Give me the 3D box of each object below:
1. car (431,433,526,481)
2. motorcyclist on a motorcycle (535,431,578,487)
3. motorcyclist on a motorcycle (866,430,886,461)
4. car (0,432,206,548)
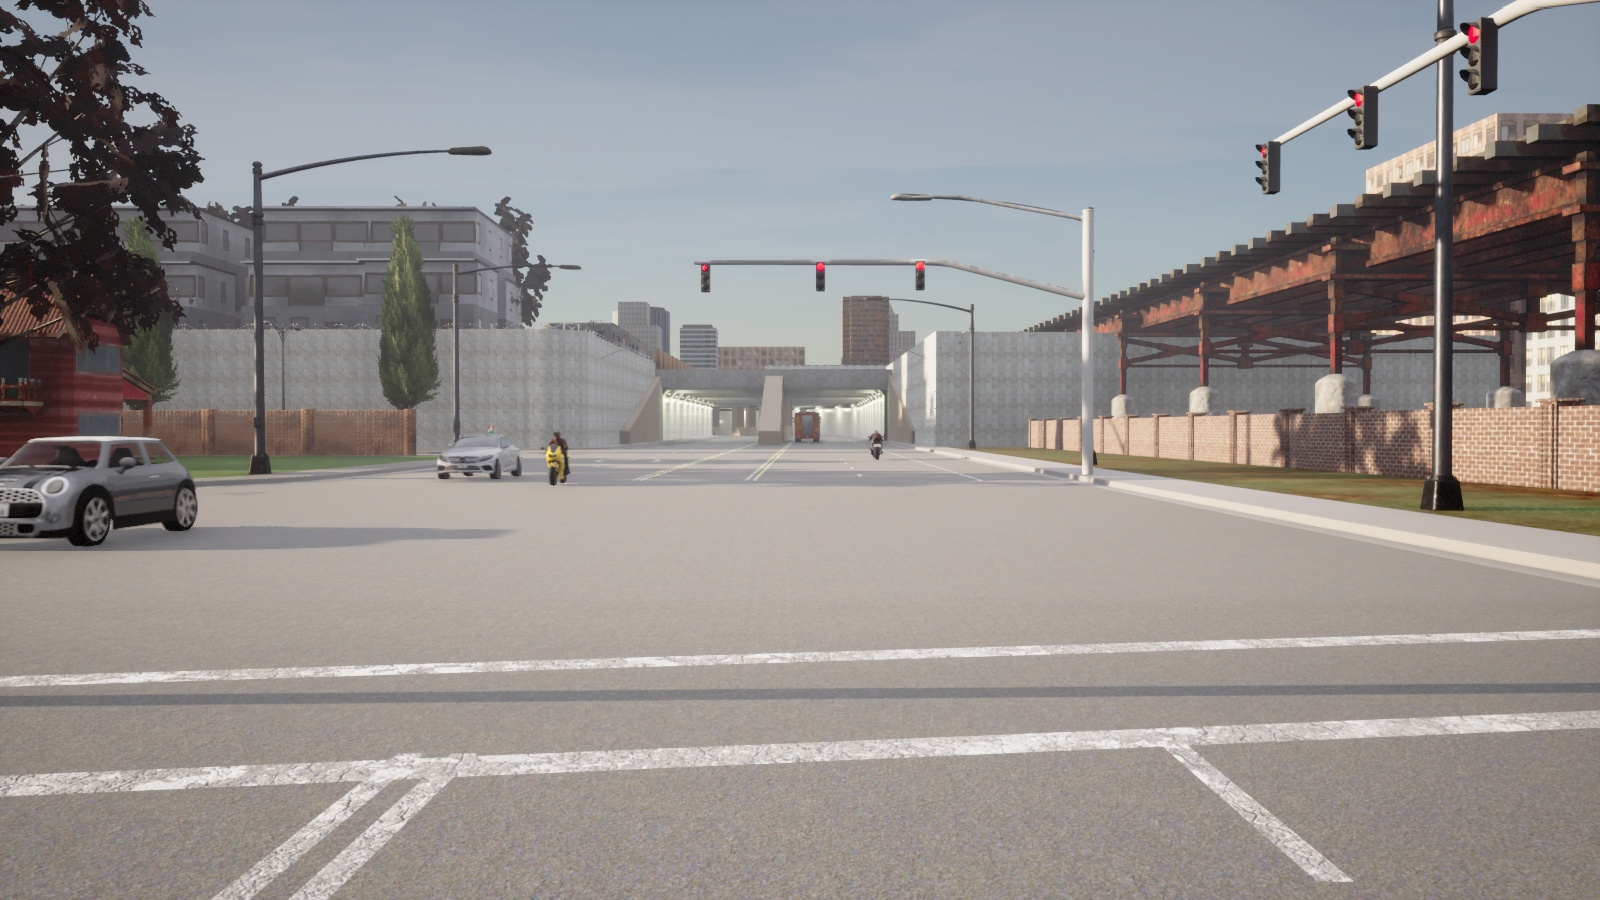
[{"bbox_3d":[-10.258,0.173,40.427,1.812,1.442,4.674,0,1,0],"label":"car"},{"bbox_3d":[-6.787,0.223,35.133,0.797,1.523,2.044,0,1,0],"label":"motorcyclist on a motorcycle"},{"bbox_3d":[3.874,-0.229,64.003,0.866,1.530,2.191,0,1,0],"label":"motorcyclist on a motorcycle"},{"bbox_3d":[-10.384,0.484,17.944,1.970,1.475,3.806,0,1,0],"label":"car"}]
